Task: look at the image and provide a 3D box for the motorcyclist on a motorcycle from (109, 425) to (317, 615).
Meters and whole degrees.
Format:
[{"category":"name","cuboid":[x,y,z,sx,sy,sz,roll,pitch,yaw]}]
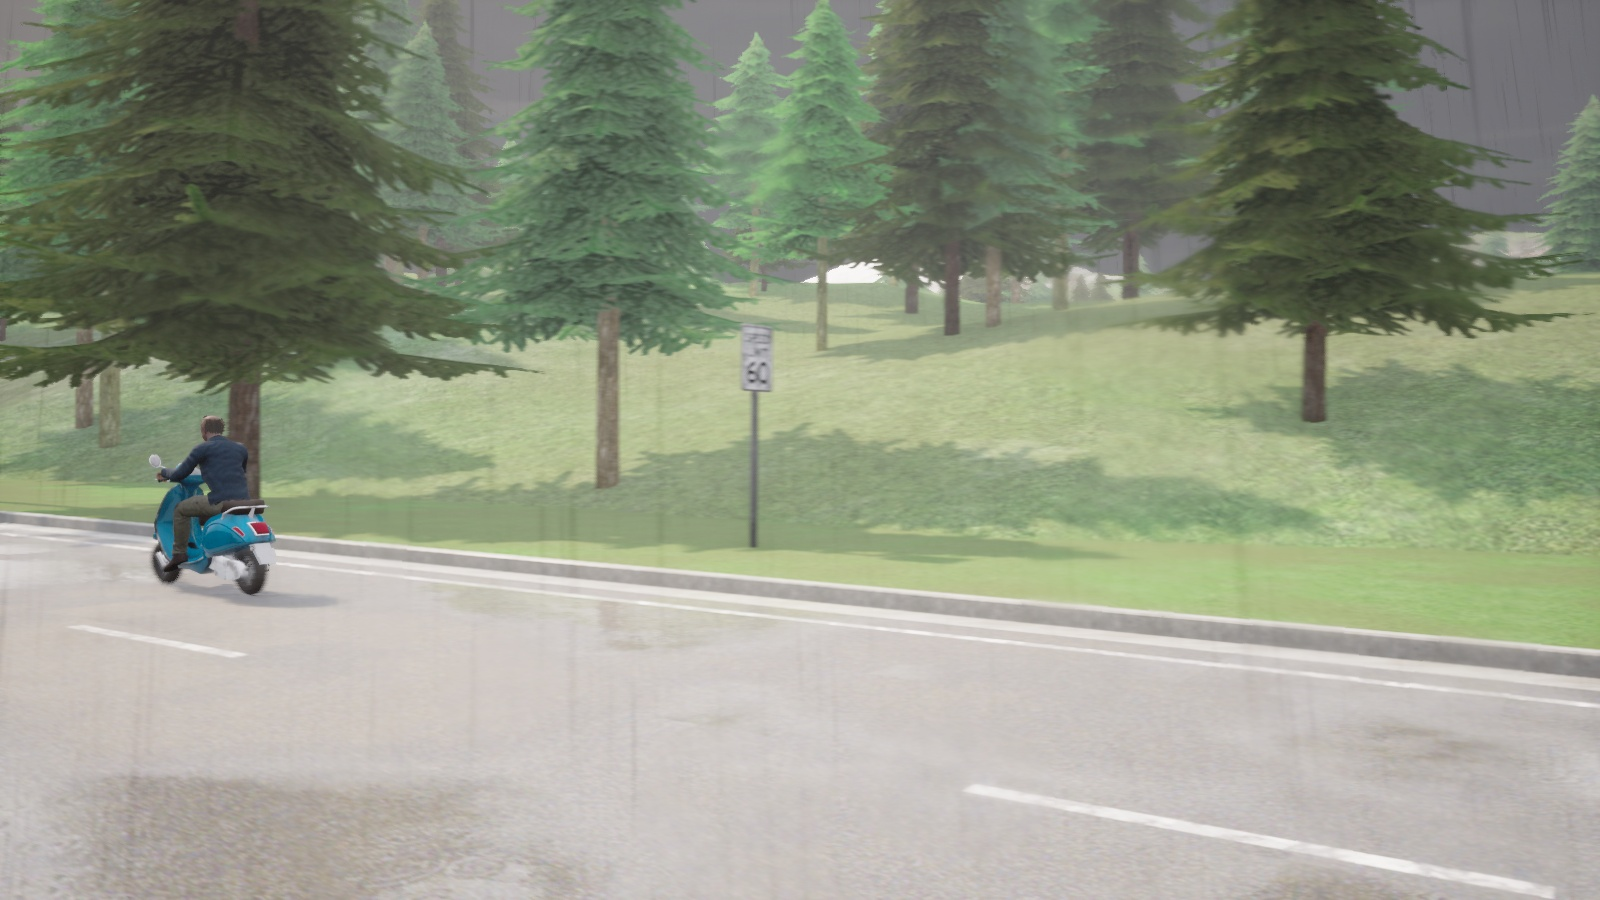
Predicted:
[{"category":"motorcyclist on a motorcycle","cuboid":[-5.322,0.578,11.361,1.817,1.590,0.866,0,1,34]}]
